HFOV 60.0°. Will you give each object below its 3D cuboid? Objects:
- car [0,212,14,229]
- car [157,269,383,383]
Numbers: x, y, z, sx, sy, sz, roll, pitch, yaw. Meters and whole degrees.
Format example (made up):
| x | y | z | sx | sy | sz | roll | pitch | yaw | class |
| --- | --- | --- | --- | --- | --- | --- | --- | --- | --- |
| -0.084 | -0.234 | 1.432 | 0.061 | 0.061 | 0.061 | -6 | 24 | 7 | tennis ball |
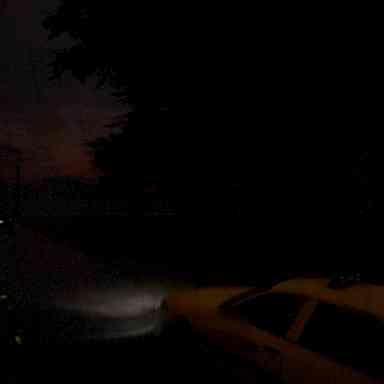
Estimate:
| x | y | z | sx | sy | sz | roll | pitch | yaw | class |
| --- | --- | --- | --- | --- | --- | --- | --- | --- | --- |
| -16.315 | 2.388 | 28.158 | 1.994 | 1.385 | 4.181 | 2 | -3 | -34 | car |
| 1.464 | 1.630 | 3.743 | 1.801 | 1.575 | 5.366 | 2 | -3 | -34 | car |
